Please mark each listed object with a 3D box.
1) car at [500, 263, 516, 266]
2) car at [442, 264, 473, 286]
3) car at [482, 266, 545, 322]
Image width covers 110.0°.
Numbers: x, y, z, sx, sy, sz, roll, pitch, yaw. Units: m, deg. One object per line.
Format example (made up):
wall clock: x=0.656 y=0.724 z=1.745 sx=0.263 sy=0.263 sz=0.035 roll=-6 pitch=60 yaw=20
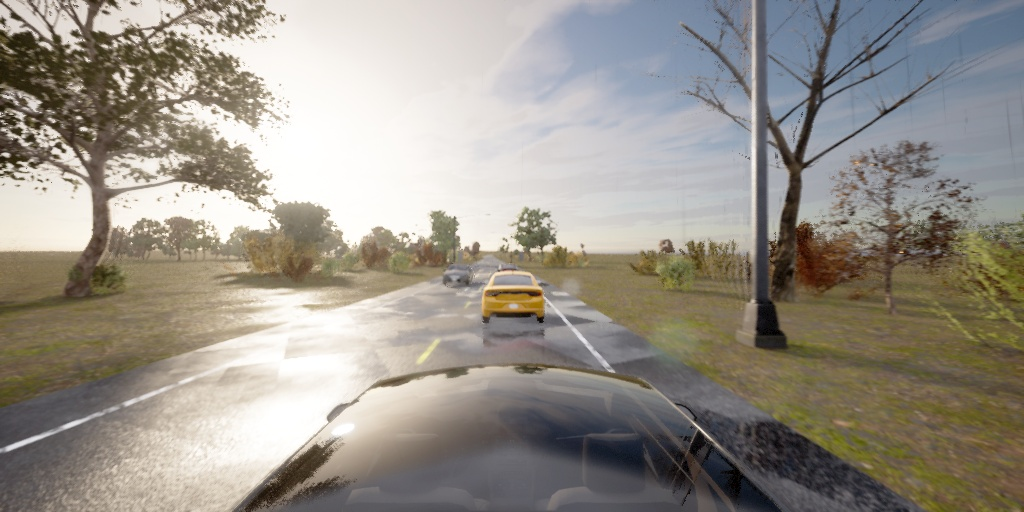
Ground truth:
car: x=-0.350 y=1.357 z=30.625 sx=2.128 sy=1.511 sz=4.902 roll=0 pitch=0 yaw=-2
car: x=-3.936 y=1.345 z=26.601 sx=2.128 sy=1.511 sz=4.902 roll=0 pitch=0 yaw=-2
car: x=0.022 y=1.274 z=12.576 sx=1.882 sy=1.535 sz=5.008 roll=0 pitch=0 yaw=-1
